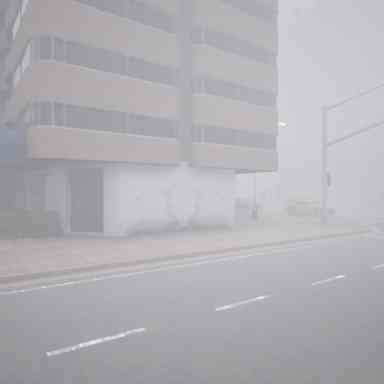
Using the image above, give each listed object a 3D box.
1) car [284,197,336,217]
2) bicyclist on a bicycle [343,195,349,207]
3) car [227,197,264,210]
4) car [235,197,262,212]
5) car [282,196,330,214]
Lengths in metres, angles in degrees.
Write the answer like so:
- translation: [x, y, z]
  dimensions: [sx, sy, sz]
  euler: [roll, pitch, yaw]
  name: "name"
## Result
- translation: [11.267, 1.478, 31.913]
  dimensions: [1.882, 1.535, 5.008]
  euler: [0, 0, -36]
  name: "car"
- translation: [22.047, 1.301, 47.669]
  dimensions: [1.656, 1.620, 0.582]
  euler: [0, 0, -36]
  name: "bicyclist on a bicycle"
- translation: [6.974, 1.478, 43.797]
  dimensions: [1.882, 1.535, 5.008]
  euler: [0, 0, -36]
  name: "car"
- translation: [5.787, 1.478, 39.479]
  dimensions: [1.882, 1.535, 5.008]
  euler: [0, 0, -36]
  name: "car"
- translation: [12.379, 1.352, 36.341]
  dimensions: [2.097, 1.767, 4.553]
  euler: [0, 0, -36]
  name: "car"
